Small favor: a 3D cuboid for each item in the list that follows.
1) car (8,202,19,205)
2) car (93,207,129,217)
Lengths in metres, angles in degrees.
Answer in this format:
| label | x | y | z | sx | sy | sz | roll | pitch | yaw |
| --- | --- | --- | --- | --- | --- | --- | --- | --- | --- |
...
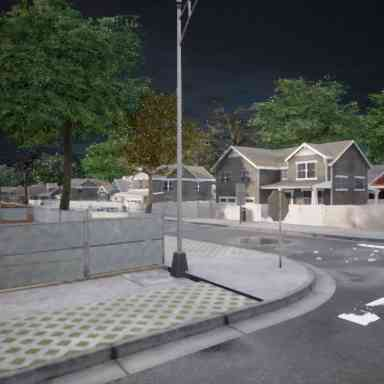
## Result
| label | x | y | z | sx | sy | sz | roll | pitch | yaw |
| --- | --- | --- | --- | --- | --- | --- | --- | --- | --- |
| car | -39.453 | 2.807 | 73.383 | 1.994 | 1.385 | 4.181 | 0 | -1 | -36 |
| car | -7.107 | 2.000 | 29.011 | 2.033 | 1.411 | 5.357 | 0 | -1 | -36 |
